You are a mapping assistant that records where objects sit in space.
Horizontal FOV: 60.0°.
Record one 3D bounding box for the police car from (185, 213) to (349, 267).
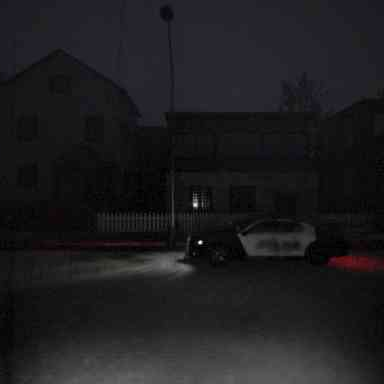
[{"bbox_3d":[2.285,1.507,10.890,4.974,1.542,2.038,0,0,0],"label":"police car"}]
